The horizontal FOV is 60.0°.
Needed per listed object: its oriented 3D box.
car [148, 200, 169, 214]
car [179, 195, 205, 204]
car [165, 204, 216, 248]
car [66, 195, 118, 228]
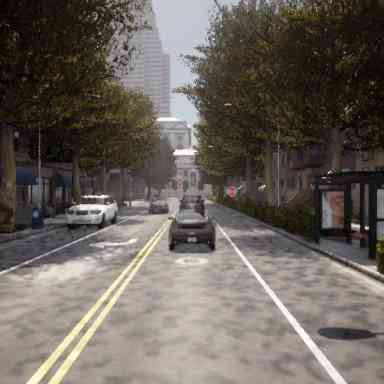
[{"bbox_3d":[-3.500,1.558,35.650,1.812,1.442,4.674,0,0,0],"label":"car"},{"bbox_3d":[0.000,1.256,29.680,2.150,2.045,5.566,0,0,0],"label":"car"},{"bbox_3d":[0.000,1.514,14.650,1.837,1.490,4.892,0,0,0],"label":"car"},{"bbox_3d":[-6.553,1.226,22.435,2.435,2.045,5.566,0,0,0],"label":"car"}]
